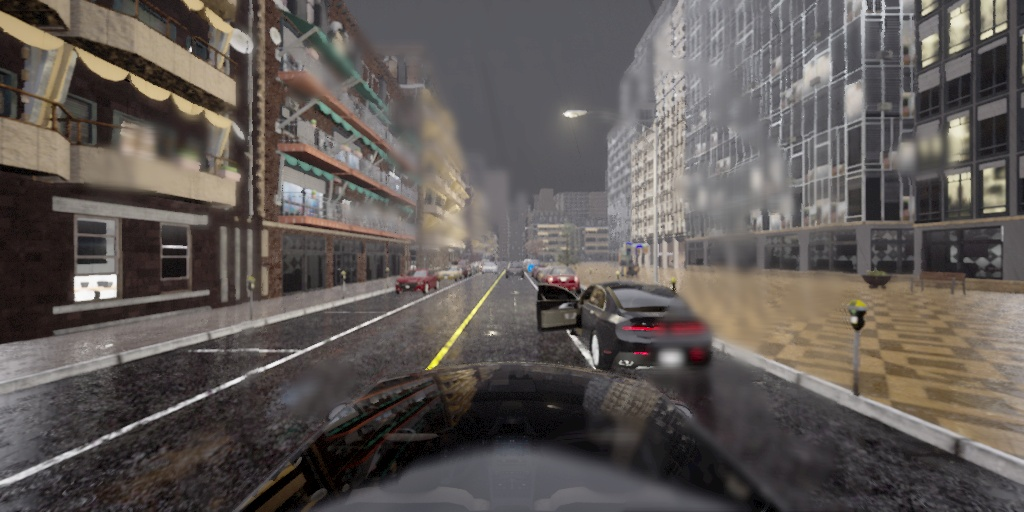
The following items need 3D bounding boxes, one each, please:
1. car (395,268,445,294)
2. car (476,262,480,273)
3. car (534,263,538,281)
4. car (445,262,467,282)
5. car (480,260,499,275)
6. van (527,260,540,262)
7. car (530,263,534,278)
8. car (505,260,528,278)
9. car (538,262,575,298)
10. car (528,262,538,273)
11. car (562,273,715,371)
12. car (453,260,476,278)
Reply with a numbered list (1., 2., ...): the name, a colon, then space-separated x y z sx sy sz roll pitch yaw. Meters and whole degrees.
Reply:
1. car: -5.563 1.438 21.405 1.888 1.381 4.507 0 0 0
2. car: -5.419 1.609 43.510 2.007 1.370 4.403 0 0 0
3. car: 2.854 1.455 27.046 1.751 1.417 4.829 0 0 0
4. car: -5.493 1.500 32.288 1.751 1.417 4.829 0 0 0
5. car: -2.736 1.594 44.844 1.812 1.442 4.674 0 -1 1
6. van: 2.997 1.439 48.981 1.690 1.789 3.998 0 0 0
7. car: 2.889 1.553 32.403 1.802 1.307 4.207 0 0 0
8. car: 0.308 1.500 37.232 2.128 1.511 4.902 0 0 1
9. car: 2.817 1.328 21.349 1.967 1.591 4.097 0 0 0
10. car: 2.924 1.594 37.929 1.802 1.307 4.207 0 0 0
11. car: 2.394 1.296 7.775 1.837 1.490 4.892 0 0 0
12. car: -5.456 1.331 37.983 2.192 1.841 5.009 0 0 0
